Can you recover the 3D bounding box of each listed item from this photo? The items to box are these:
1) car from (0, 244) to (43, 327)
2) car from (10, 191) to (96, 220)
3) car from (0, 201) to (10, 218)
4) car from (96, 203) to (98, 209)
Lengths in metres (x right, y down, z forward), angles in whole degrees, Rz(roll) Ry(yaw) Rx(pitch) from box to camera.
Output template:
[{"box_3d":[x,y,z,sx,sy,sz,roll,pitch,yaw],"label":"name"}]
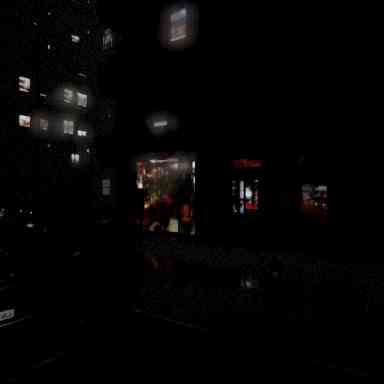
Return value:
[{"box_3d":[-4.480,1.551,6.082,4.403,1.369,2.008,0,0,36],"label":"car"},{"box_3d":[-10.763,0.994,26.253,2.150,2.045,5.566,0,1,35],"label":"car"},{"box_3d":[-14.013,1.350,26.106,2.008,1.369,4.403,1,1,35],"label":"car"},{"box_3d":[-10.917,1.250,30.527,1.752,1.417,4.829,1,1,35],"label":"car"}]
